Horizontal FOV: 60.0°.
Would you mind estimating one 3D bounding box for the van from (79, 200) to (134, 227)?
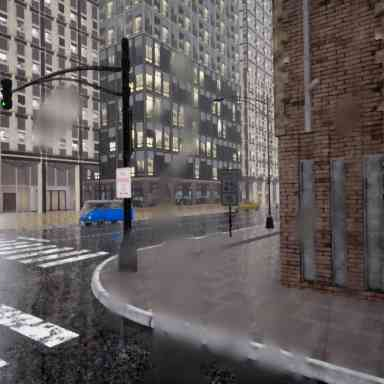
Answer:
[{"bbox_3d":[-5.953,1.460,23.448,1.690,1.788,3.998,-2,-1,36],"label":"van"}]

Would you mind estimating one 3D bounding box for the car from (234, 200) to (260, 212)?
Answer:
[{"bbox_3d":[6.885,1.688,41.355,1.752,1.417,4.829,-2,-1,36],"label":"car"}]
